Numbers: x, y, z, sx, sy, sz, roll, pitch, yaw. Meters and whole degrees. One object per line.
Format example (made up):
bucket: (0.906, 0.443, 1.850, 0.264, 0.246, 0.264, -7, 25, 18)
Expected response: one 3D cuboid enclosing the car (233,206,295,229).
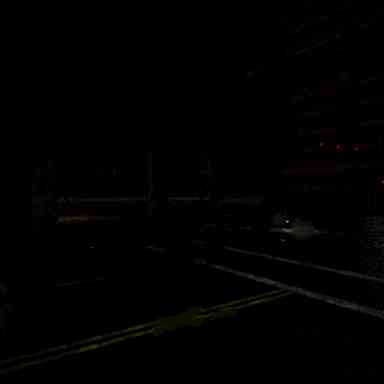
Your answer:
car: (4.639, 1.597, 21.775, 1.994, 1.385, 4.181, 0, 0, -35)
